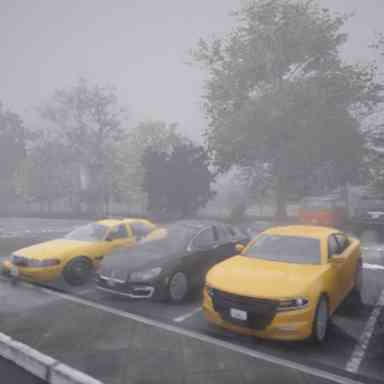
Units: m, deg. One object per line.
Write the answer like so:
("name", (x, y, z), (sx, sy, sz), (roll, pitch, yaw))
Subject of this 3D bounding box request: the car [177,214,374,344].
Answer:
("car", (2.115, 1.470, 6.769), (2.097, 1.535, 5.008), (0, 0, 36))

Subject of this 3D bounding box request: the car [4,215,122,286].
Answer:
("car", (-2.506, 1.490, 9.833), (1.946, 1.575, 5.366), (0, 0, 36))

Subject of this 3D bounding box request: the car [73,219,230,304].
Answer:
("car", (-0.142, 1.478, 8.379), (2.231, 1.521, 4.892), (0, 0, 36))

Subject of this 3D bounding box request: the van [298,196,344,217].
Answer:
("van", (7.609, 1.252, 19.055), (1.878, 1.987, 4.442), (0, 0, 36))

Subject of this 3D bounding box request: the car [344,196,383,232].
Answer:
("car", (9.910, 1.218, 17.301), (2.435, 2.045, 5.566), (0, 0, 36))
